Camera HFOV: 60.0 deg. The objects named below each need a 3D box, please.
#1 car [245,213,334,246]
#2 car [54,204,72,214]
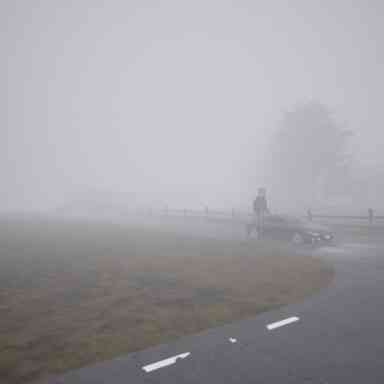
[{"bbox_3d":[4.845,1.870,17.212,1.837,1.490,4.892,-1,-1,-35],"label":"car"},{"bbox_3d":[-21.500,2.760,55.383,1.882,1.535,5.008,0,-1,-35],"label":"car"}]
